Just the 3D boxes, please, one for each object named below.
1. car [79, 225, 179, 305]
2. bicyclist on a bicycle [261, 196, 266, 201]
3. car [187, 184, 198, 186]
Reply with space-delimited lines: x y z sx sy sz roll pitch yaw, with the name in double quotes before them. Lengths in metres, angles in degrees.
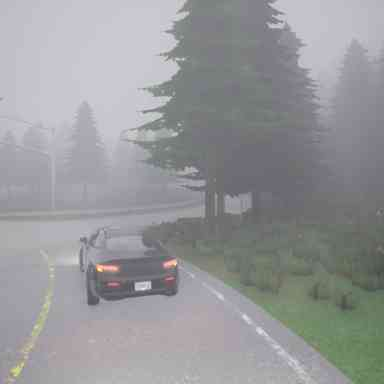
"car" -1.691 1.525 8.139 1.812 1.442 4.674 0 0 -21
"bicyclist on a bicycle" 6.284 0.892 30.423 1.656 1.620 0.582 -13 -4 35
"car" 0.063 -2.125 70.124 2.150 2.045 5.566 0 5 -1
